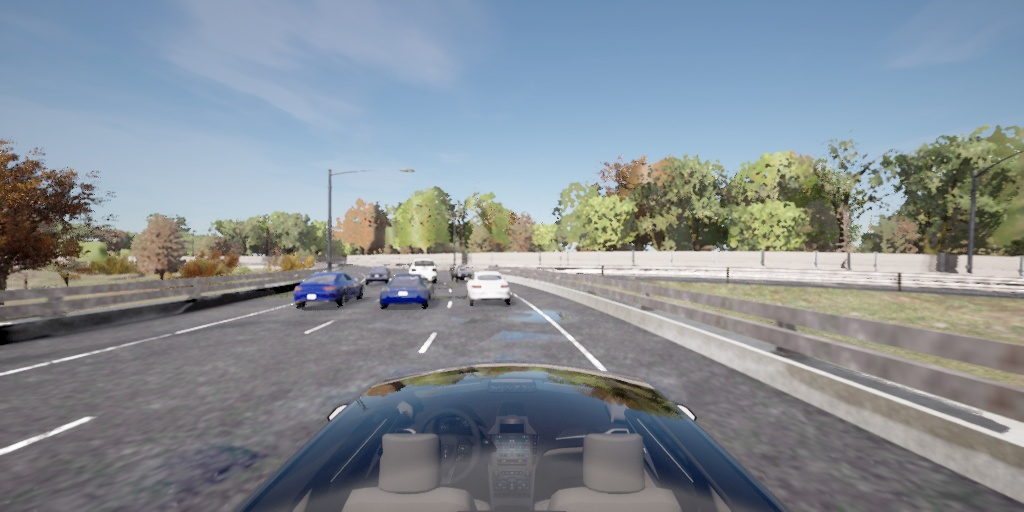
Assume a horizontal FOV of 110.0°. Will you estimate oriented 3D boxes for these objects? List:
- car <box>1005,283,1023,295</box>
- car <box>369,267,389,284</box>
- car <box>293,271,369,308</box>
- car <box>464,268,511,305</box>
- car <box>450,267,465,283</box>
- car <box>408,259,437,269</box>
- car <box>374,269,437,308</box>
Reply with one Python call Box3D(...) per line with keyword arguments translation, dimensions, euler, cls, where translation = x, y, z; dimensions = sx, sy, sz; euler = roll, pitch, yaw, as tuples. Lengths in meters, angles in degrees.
Box3D(translation=(39.040, 2.161, 25.467), dimensions=(5.008, 1.535, 1.882), euler=(3, 1, 28), cls="car")
Box3D(translation=(-11.009, 1.603, 29.806), dimensions=(2.033, 1.411, 5.357), euler=(0, -1, -16), cls="car")
Box3D(translation=(-8.140, 1.436, 16.228), dimensions=(1.812, 1.442, 4.674), euler=(0, 0, -9), cls="car")
Box3D(translation=(-1.195, 1.437, 17.089), dimensions=(1.812, 1.442, 4.674), euler=(0, 0, -9), cls="car")
Box3D(translation=(-4.465, 1.676, 32.328), dimensions=(1.895, 1.301, 4.718), euler=(0, -1, -17), cls="car")
Box3D(translation=(-7.635, 1.286, 30.743), dimensions=(2.150, 2.045, 5.566), euler=(0, 0, -16), cls="car")
Box3D(translation=(-4.592, 1.471, 16.154), dimensions=(1.994, 1.385, 4.181), euler=(0, -1, -8), cls="car")
